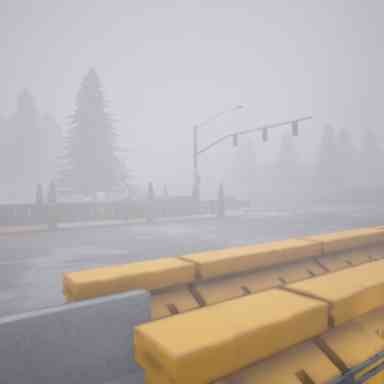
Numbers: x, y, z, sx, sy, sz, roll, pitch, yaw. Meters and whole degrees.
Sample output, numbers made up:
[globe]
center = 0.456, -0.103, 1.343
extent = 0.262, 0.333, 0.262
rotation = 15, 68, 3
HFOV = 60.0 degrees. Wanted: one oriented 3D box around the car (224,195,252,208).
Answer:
[car]
center = 5.261, 1.152, 41.117
extent = 1.812, 1.442, 4.674
rotation = -1, 1, -35
